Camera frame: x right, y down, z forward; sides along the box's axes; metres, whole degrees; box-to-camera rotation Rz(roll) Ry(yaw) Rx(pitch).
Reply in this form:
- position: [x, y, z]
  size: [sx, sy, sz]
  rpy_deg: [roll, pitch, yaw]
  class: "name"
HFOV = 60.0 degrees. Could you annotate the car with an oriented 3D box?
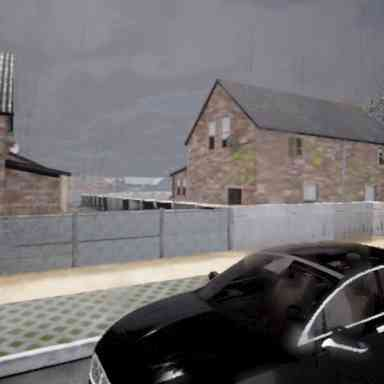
- position: [1.377, 1.417, 3.794]
  size: [4.892, 1.490, 1.837]
  rpy_deg: [0, 2, -28]
  class: "car"
